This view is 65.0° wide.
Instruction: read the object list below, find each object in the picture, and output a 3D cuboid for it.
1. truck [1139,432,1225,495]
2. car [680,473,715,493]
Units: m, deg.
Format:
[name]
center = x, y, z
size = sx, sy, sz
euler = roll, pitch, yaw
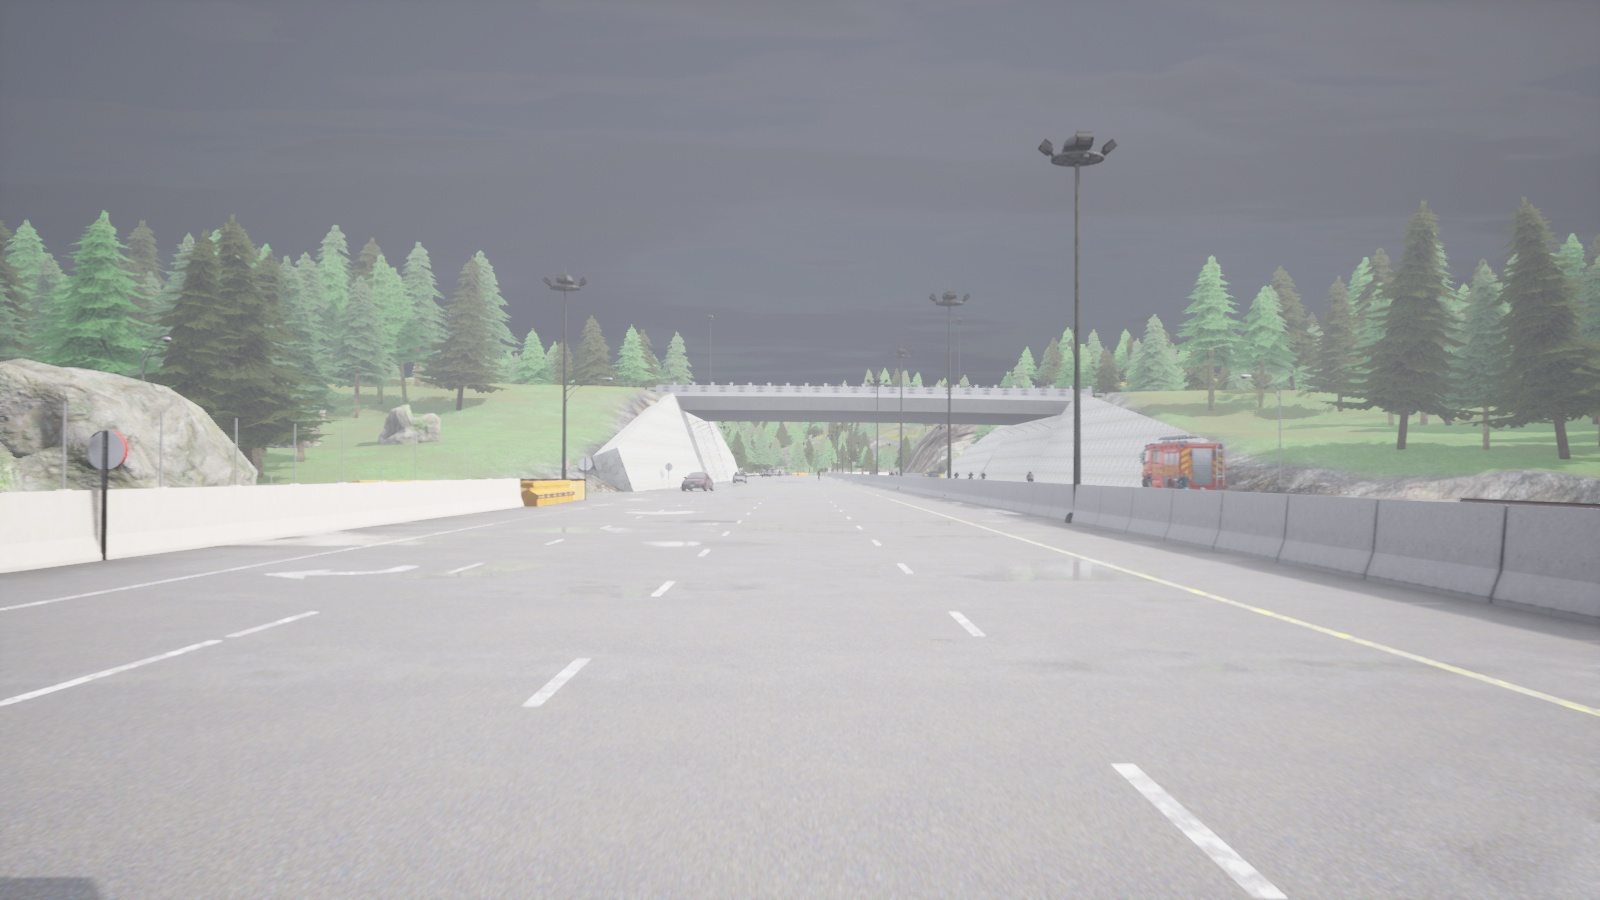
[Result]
[truck]
center = 24.301, 0.897, 80.324
size = 2.891, 3.827, 8.468
euler = 0, -1, 0
[car]
center = -7.644, 2.447, 94.166
size = 1.812, 1.442, 4.674
euler = 0, -1, 6
